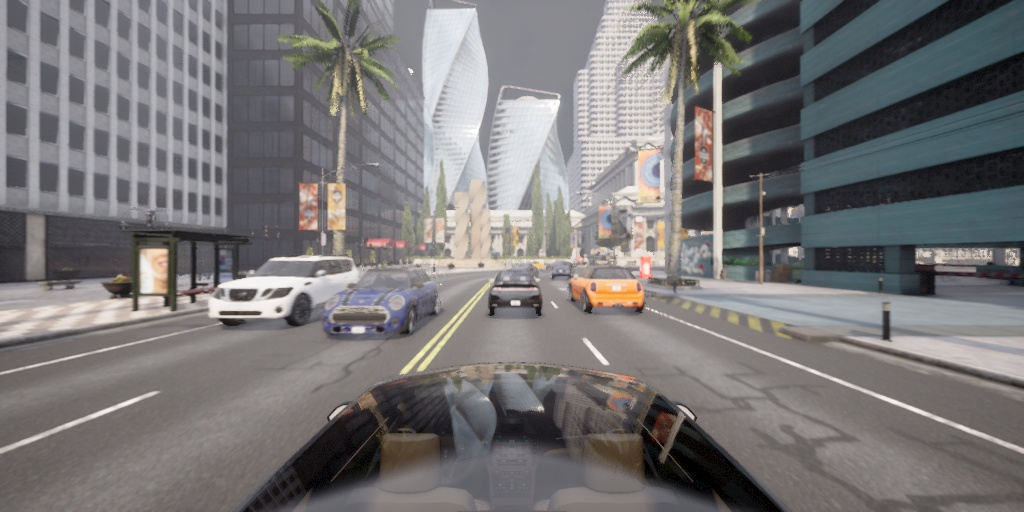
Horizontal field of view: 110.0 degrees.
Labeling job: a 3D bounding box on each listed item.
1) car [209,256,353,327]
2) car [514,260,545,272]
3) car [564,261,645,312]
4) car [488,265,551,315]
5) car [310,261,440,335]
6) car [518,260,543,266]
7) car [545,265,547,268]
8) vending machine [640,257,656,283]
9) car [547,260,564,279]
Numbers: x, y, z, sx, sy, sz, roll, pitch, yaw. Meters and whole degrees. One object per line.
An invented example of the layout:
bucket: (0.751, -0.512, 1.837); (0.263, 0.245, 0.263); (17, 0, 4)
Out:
car: (-7.078, 1.005, 12.080); (2.150, 2.045, 5.566); (0, 0, 0)
car: (2.642, 1.388, 52.212); (1.882, 1.535, 5.008); (0, 0, 39)
car: (3.613, 1.143, 14.492); (2.097, 1.767, 4.553); (0, 0, 0)
car: (0.113, 1.280, 13.765); (2.128, 1.511, 4.902); (0, 0, 0)
car: (-3.569, 1.130, 10.588); (2.097, 1.767, 4.553); (0, 0, 0)
car: (1.398, 1.400, 34.006); (2.033, 1.411, 5.357); (0, 0, 14)
car: (6.756, 1.387, 51.712); (1.882, 1.535, 5.008); (0, 0, 42)
vending machine: (11.778, 1.040, 31.572); (1.100, 2.100, 0.880); (0, 0, 15)
car: (4.943, 1.400, 33.935); (2.033, 1.411, 5.357); (0, 0, 15)
